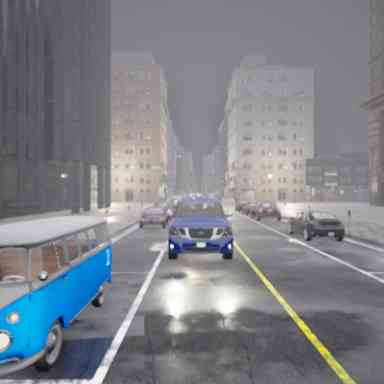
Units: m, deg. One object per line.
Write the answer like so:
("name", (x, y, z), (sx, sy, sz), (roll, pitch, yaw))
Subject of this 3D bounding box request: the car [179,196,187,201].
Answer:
("car", (-2.316, 1.653, 88.833), (1.947, 1.339, 4.313), (0, 0, 0))

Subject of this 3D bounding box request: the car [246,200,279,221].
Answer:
("car", (6.083, 1.508, 27.919), (1.967, 1.590, 4.097), (0, 0, 0))

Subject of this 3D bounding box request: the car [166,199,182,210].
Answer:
("car", (-2.408, 1.658, 44.880), (1.947, 1.339, 4.313), (0, 0, 0))

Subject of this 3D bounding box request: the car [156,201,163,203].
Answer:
("car", (-2.443, 1.505, 27.961), (1.967, 1.590, 4.097), (0, 0, 0))

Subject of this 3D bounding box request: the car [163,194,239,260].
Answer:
("car", (0.286, 1.256, 12.937), (2.150, 2.045, 5.566), (0, 0, 0))

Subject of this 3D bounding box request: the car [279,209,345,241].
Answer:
("car", (6.059, 1.598, 16.640), (2.008, 1.369, 4.403), (0, 0, 0))

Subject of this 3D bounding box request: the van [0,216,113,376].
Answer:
("van", (-2.490, 1.358, 5.401), (1.690, 1.788, 3.998), (0, 0, 0))

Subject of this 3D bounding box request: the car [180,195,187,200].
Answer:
("car", (-2.304, 1.606, 94.318), (1.752, 1.417, 4.829), (0, 0, 0))

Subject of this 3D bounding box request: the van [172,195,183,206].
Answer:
("van", (-2.385, 1.450, 56.162), (1.690, 1.788, 3.998), (0, 0, 0))

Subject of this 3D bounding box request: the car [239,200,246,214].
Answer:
("car", (6.095, 1.659, 33.558), (1.802, 1.307, 4.206), (0, 0, 0))

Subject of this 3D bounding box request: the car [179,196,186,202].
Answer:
("car", (-2.328, 1.618, 83.008), (1.752, 1.417, 4.829), (0, 0, 0))

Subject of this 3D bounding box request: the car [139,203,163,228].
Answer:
("car", (-2.455, 1.637, 22.320), (1.802, 1.307, 4.206), (0, 0, 0))

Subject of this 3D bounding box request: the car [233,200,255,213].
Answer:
("car", (6.106, 1.630, 39.198), (1.887, 1.381, 4.507), (0, 0, 0))
